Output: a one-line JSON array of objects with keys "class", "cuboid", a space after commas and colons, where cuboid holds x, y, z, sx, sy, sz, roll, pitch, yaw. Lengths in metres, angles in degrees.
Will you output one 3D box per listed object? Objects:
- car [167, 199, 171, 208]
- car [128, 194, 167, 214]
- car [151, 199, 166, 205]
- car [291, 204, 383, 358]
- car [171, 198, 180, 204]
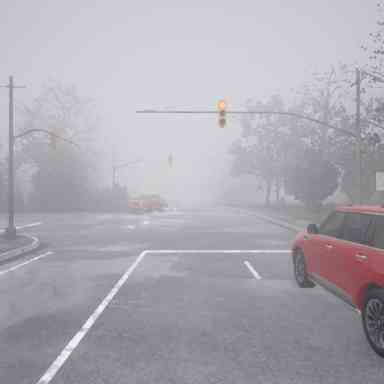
[{"class": "car", "cuboid": [-4.708, 1.532, 51.082, 2.097, 1.767, 4.553, 0, -1, -6]}, {"class": "car", "cuboid": [-4.843, 1.239, 35.722, 2.150, 2.045, 5.566, 1, 0, 14]}, {"class": "car", "cuboid": [-8.345, 2.405, 83.077, 2.033, 1.411, 5.357, 0, -1, -25]}, {"class": "car", "cuboid": [3.591, 1.221, 6.091, 2.150, 2.045, 5.566, 0, 0, 0]}, {"class": "car", "cuboid": [-4.636, 2.316, 83.215, 1.882, 1.535, 5.008, 0, -1, -22]}]
